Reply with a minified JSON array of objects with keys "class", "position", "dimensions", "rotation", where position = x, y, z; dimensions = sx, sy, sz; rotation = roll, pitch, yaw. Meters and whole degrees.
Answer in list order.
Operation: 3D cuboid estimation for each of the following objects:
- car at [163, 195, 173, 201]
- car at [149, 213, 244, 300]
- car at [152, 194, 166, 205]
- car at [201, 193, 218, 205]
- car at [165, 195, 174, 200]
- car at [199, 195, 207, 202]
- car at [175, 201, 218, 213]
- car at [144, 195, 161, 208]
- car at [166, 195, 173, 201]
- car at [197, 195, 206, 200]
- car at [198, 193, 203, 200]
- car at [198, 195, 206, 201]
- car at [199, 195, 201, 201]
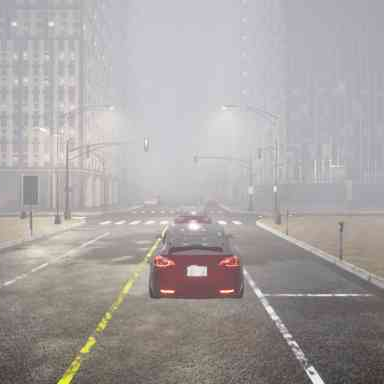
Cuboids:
[{"class":"car","position":[-5.881,1.425,82.252],"dimensions":[2.008,1.369,4.403],"rotation":[0,0,0]},{"class":"car","position":[0.079,1.502,8.457],"dimensions":[2.163,1.488,4.792],"rotation":[0,0,0]},{"class":"car","position":[-5.913,1.261,53.875],"dimensions":[2.192,1.841,5.009],"rotation":[0,0,0]},{"class":"car","position":[2.710,1.398,48.216],"dimensions":[1.967,1.590,4.097],"rotation":[0,0,0]},{"class":"car","position":[-5.894,1.407,87.928],"dimensions":[2.008,1.369,4.403],"rotation":[0,0,0]},{"class":"car","position":[2.513,1.415,76.762],"dimensions":[1.752,1.417,4.829],"rotation":[0,0,0]},{"class":"car","position":[0.048,1.496,18.452],"dimensions":[2.163,1.488,4.792],"rotation":[0,0,0]},{"class":"car","position":[-5.930,1.483,48.027],"dimensions":[1.752,1.417,4.829],"rotation":[0,0,0]},{"class":"car","position":[-5.868,1.435,76.577],"dimensions":[1.887,1.381,4.507],"rotation":[0,0,0]},{"class":"car","position":[2.486,1.407,87.940],"dimensions":[2.008,1.369,4.403],"rotation":[0,0,0]},{"class":"car","position":[2.528,1.220,70.917],"dimensions":[2.192,1.841,5.009],"rotation":[0,0,0]},{"class":"car","position":[2.500,1.419,82.266],"dimensions":[1.887,1.381,4.507],"rotation":[0,0,0]},{"class":"car","position":[2.665,1.497,53.895],"dimensions":[2.008,1.369,4.403],"rotation":[0,0,0]}]
